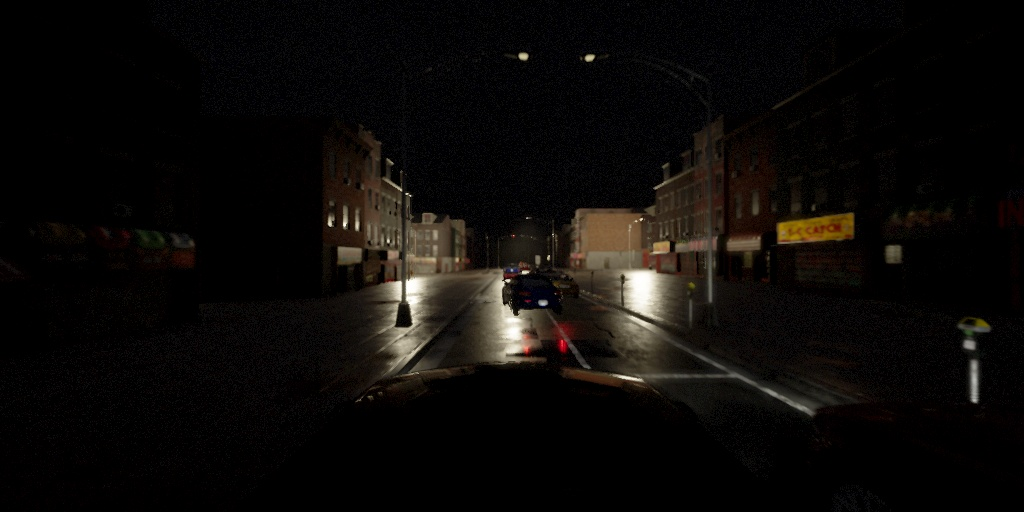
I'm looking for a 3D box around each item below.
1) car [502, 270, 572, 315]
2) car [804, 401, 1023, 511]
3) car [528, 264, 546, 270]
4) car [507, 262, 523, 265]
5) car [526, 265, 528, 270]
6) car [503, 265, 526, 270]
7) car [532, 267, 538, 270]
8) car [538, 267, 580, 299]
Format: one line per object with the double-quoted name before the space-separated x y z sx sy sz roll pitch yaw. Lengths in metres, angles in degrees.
"car" 0.713 1.448 14.413 1.812 1.442 4.674 0 -1 -9
"car" 3.015 1.212 0.488 1.882 1.535 5.008 0 -1 0
"car" 2.639 1.600 30.772 1.967 1.591 4.097 0 0 0
"car" -0.009 1.719 43.913 2.097 1.767 4.553 0 -1 0
"car" 2.640 1.826 36.238 1.802 1.307 4.207 0 0 0
"car" 0.107 1.811 34.012 1.895 1.301 4.718 0 -1 0
"car" 2.639 1.661 25.307 1.802 1.307 4.207 0 0 0
"car" 2.639 1.525 20.010 1.751 1.417 4.829 0 0 0
